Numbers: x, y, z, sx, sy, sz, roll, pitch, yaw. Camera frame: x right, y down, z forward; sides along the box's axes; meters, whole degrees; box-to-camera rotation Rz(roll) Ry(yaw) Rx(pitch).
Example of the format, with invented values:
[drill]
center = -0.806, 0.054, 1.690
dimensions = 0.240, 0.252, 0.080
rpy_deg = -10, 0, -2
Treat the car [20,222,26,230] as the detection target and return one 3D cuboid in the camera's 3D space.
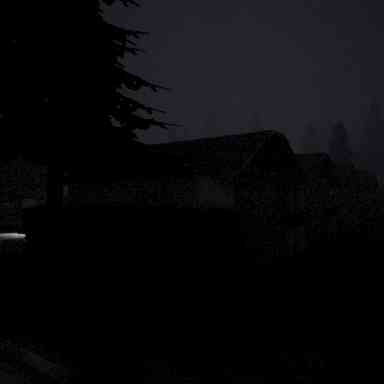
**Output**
[car]
center = -9.752, 2.072, 23.411
dimensions = 1.994, 1.385, 4.181
rpy_deg = -1, -1, 36
